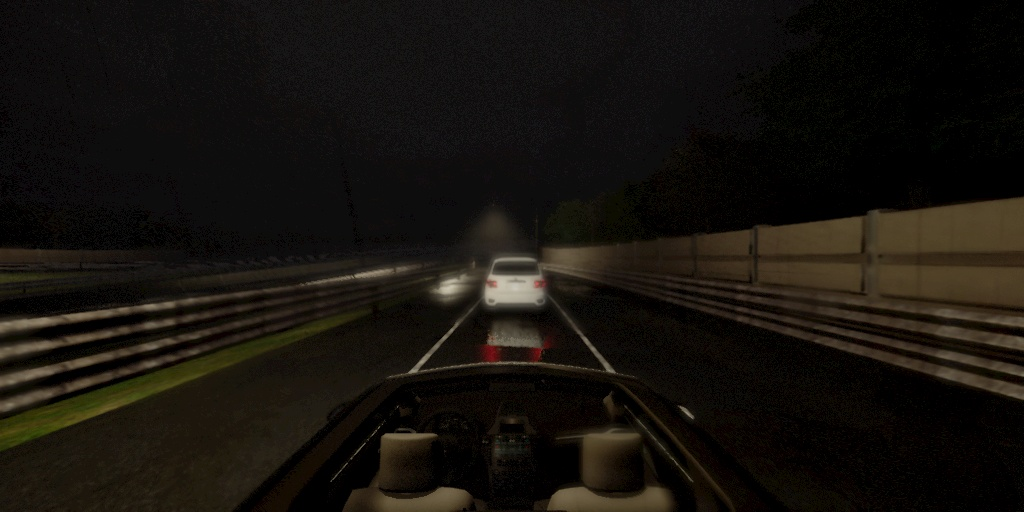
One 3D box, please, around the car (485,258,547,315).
[{"bbox_3d":[0.180,1.084,14.354,2.150,2.045,5.566,0,0,1],"label":"car"}]
